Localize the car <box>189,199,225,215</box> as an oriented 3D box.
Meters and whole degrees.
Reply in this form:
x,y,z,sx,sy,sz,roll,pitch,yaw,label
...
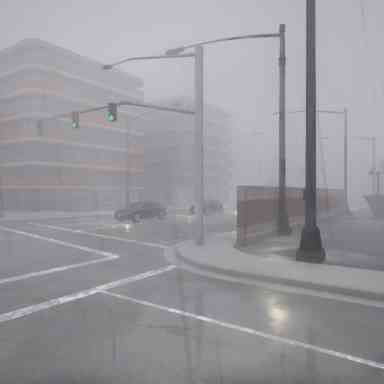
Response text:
x,y,z,sx,sy,sz,roll,pitch,yaw,label
1.626,1.505,34.455,1.837,1.490,4.892,0,0,35,car

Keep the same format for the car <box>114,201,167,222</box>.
x,y,z,sx,sy,sz,roll,pitch,yaw,label
-3.966,1.505,26.333,1.837,1.490,4.892,0,0,35,car
